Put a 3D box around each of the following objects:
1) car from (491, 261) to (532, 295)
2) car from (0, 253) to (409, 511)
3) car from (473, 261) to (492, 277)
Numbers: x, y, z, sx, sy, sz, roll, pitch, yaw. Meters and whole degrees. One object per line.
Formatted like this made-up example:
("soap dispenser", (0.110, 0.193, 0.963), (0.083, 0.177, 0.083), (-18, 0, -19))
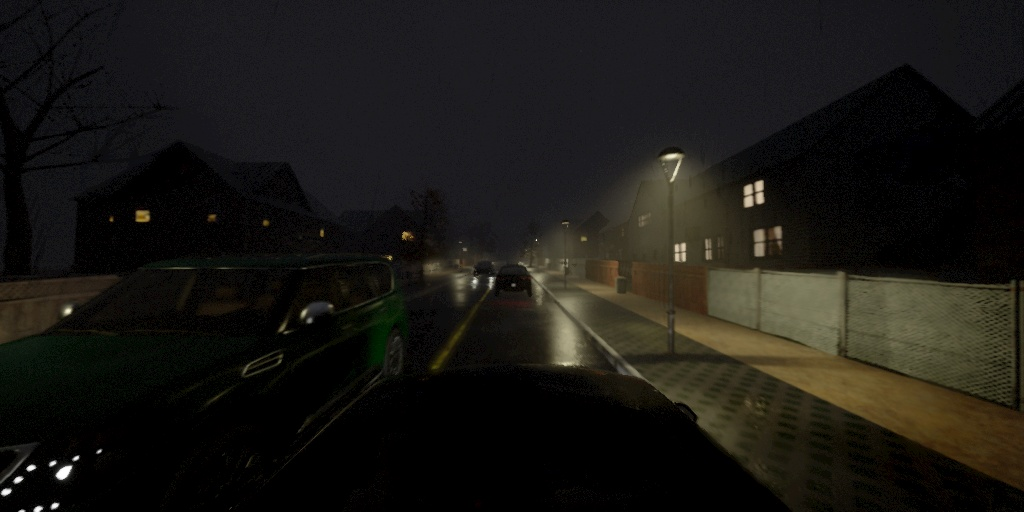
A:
("car", (0.084, 1.239, 19.749), (1.882, 1.535, 5.008), (0, 0, 0))
("car", (-2.838, 0.974, 4.020), (2.150, 2.045, 5.566), (0, 0, 0))
("car", (-2.839, 1.252, 36.793), (1.882, 1.535, 5.008), (0, 0, 0))
